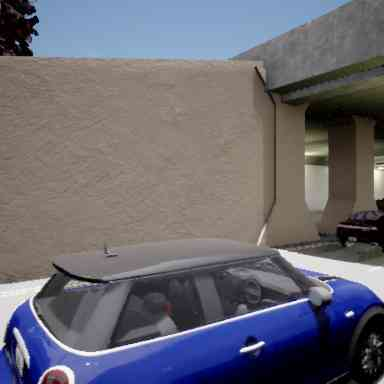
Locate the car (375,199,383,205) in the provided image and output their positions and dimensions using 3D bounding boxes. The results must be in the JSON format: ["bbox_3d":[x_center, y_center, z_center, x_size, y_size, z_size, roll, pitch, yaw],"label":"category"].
[{"bbox_3d":[20.654,1.482,35.670,5.008,1.535,1.882,0,0,-35],"label":"car"}]

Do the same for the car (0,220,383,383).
[{"bbox_3d":[0.361,1.351,3.875,4.553,1.767,2.097,0,0,-35],"label":"car"}]

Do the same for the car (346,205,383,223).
[{"bbox_3d":[7.805,1.491,13.484,4.902,1.511,2.128,0,0,-36],"label":"car"}]
